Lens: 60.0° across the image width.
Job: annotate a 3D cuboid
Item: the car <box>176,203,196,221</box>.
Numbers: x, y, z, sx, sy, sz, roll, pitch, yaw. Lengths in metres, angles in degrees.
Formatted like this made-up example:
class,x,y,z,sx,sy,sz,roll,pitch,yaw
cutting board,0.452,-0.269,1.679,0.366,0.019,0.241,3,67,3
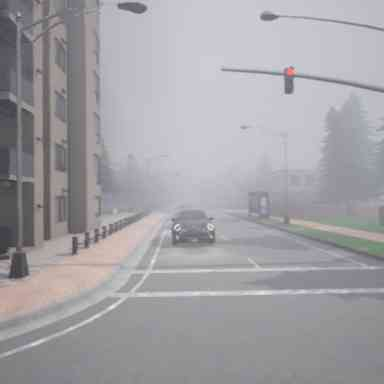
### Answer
class,x,y,z,sx,sy,sz,roll,pitch,yaw
car,-0.722,2.123,36.829,2.097,1.767,4.553,-1,-1,-2

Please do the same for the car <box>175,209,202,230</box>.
class,x,y,z,sx,sy,sz,roll,pitch,yaw
car,-0.326,2.123,26.719,1.994,1.385,4.181,-1,-1,-2

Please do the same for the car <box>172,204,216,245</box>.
class,x,y,z,sx,sy,sz,roll,pitch,yaw
car,0.023,1.724,17.776,2.097,1.767,4.553,-1,-1,-2
